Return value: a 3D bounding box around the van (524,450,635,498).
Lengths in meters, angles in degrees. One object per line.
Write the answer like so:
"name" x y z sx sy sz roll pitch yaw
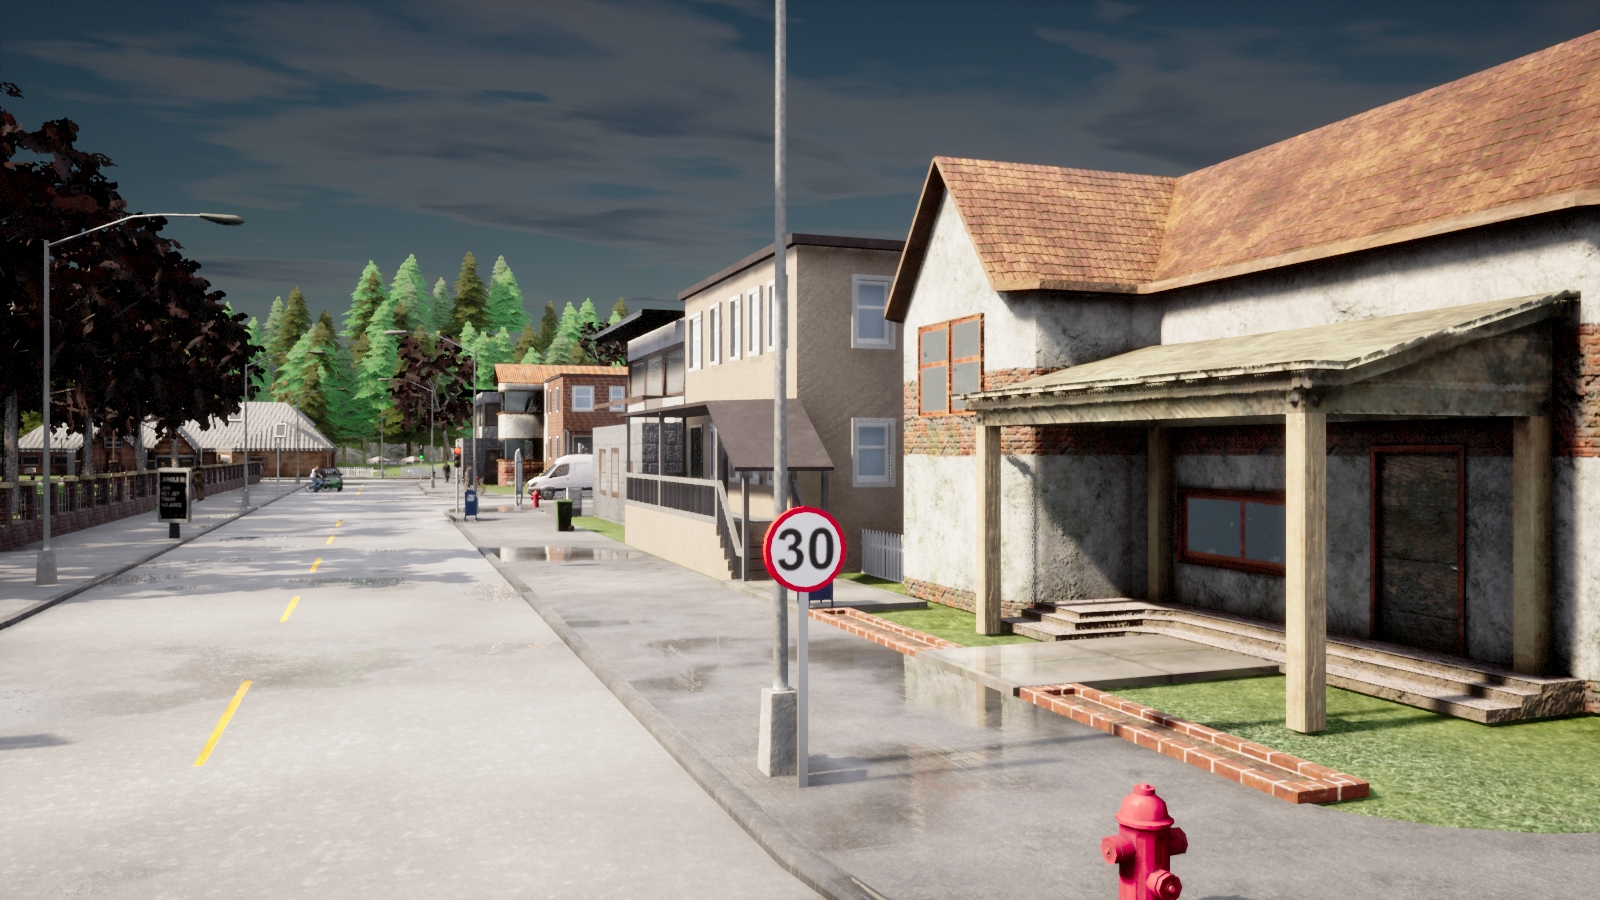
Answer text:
"van" -12.520 1.310 64.893 5.915 2.561 1.988 -1 0 -20

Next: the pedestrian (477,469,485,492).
"pedestrian" -18.711 1.797 67.014 0.375 1.300 0.375 0 0 4

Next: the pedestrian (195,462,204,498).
"pedestrian" -30.930 1.525 58.821 0.375 1.860 0.375 0 0 -20

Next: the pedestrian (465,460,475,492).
"pedestrian" -19.213 1.516 66.532 0.375 1.860 0.375 0 0 22
